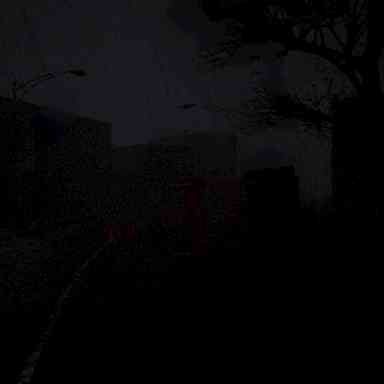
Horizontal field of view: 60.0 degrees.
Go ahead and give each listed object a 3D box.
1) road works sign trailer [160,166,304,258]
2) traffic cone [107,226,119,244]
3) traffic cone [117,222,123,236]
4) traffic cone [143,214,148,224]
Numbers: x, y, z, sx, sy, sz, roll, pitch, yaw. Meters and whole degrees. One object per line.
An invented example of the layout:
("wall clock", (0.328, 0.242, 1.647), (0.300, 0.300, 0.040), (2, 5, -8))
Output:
("road works sign trailer", (1.156, 0.653, 9.272), (3.560, 2.380, 2.880), (-6, 2, 17))
("traffic cone", (-3.145, 1.707, 13.018), (0.340, 0.580, 0.340), (-2, 1, -5))
("traffic cone", (-3.328, 1.662, 15.009), (0.340, 0.580, 0.340), (-2, 1, -5))
("traffic cone", (-2.697, 1.547, 19.082), (0.340, 0.580, 0.340), (-1, 1, -5))
